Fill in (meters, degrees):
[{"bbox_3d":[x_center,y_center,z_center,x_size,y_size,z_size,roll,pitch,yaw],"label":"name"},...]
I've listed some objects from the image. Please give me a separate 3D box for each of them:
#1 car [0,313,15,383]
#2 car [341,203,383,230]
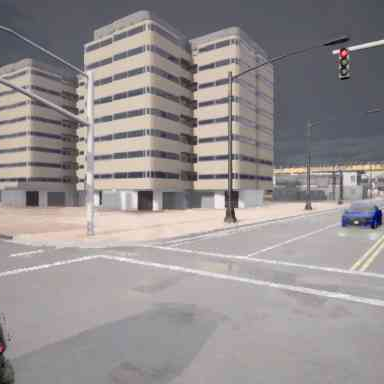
[{"bbox_3d":[-3.539,1.233,0.886,2.150,2.045,5.566,0,0,35],"label":"car"},{"bbox_3d":[11.055,1.494,21.517,1.882,1.535,5.008,0,0,35],"label":"car"}]
